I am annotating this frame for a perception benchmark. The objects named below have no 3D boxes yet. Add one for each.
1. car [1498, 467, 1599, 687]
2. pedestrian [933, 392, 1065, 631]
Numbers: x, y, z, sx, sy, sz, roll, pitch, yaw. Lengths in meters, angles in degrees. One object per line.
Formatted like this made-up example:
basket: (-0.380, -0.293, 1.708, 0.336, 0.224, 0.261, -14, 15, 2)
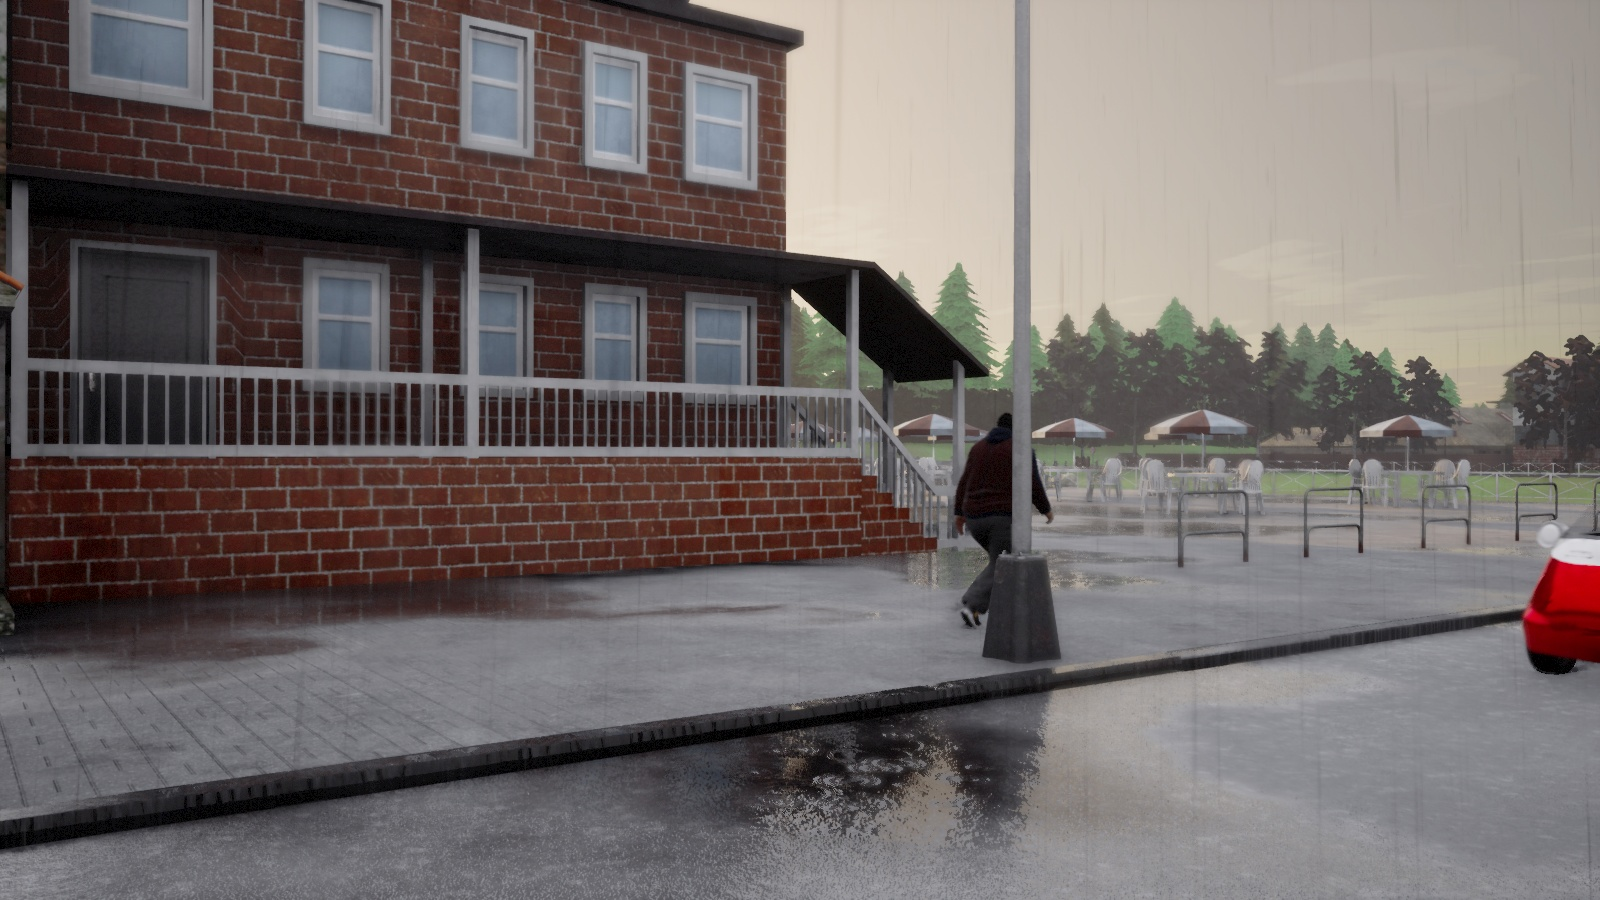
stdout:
car: (6.011, 0.807, 8.435, 2.207, 1.376, 1.481, 0, 0, -35)
pedestrian: (1.629, 0.476, 10.232, 0.899, 1.844, 0.634, 0, 0, -42)
